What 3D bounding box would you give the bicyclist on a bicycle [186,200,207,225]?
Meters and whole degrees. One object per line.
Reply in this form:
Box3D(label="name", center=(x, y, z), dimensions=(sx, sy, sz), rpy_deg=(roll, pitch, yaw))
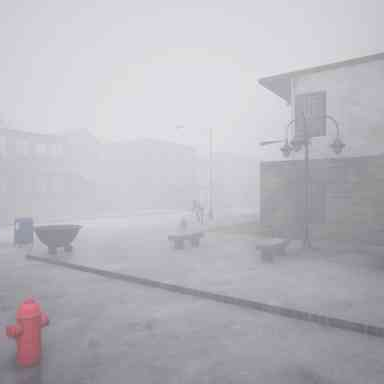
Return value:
Box3D(label="bicyclist on a bicycle", center=(0.285, 1.338, 21.633), dimensions=(1.656, 1.620, 0.582), rpy_deg=(0, 0, 35))
